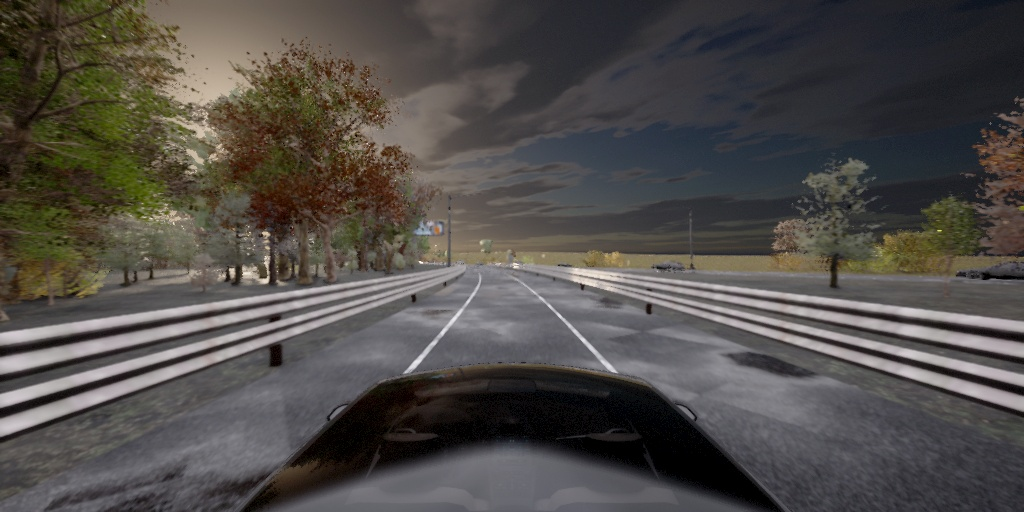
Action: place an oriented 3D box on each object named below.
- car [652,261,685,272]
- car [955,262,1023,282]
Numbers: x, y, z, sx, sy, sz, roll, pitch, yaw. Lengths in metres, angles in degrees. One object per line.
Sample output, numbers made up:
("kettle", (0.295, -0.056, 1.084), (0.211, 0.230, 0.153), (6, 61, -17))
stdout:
("car", (22.588, 1.479, 52.156), (2.128, 1.511, 4.902), (0, -1, -25))
("car", (35.227, 1.090, 24.978), (2.033, 1.411, 5.357), (0, -1, -25))
